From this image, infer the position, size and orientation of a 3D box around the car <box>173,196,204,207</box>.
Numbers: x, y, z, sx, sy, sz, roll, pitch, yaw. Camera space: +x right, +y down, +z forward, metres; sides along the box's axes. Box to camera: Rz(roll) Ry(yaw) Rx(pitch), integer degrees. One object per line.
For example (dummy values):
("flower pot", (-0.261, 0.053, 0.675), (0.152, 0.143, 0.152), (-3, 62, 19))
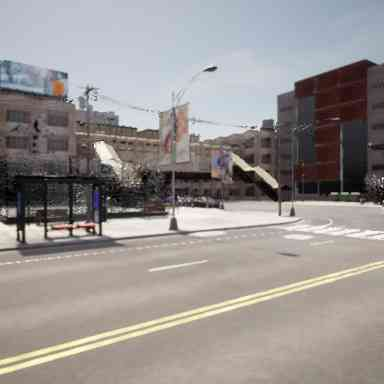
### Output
("car", (-0.635, 1.430, 50.708), (2.033, 1.411, 5.357), (0, 0, -35))

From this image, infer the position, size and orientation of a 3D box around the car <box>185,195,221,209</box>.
("car", (1.694, 1.354, 42.440), (2.097, 1.535, 5.008), (0, 0, -35))

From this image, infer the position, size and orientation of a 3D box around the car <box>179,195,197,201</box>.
("car", (-0.937, 1.391, 75.269), (1.895, 1.301, 4.718), (0, 0, -35))

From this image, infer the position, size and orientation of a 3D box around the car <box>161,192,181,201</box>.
("car", (-5.207, 1.029, 81.308), (2.435, 2.045, 5.566), (0, 0, -35))

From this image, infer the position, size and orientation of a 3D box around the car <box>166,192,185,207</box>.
("car", (-2.097, 1.233, 47.629), (2.185, 1.767, 4.553), (0, 0, -35))
